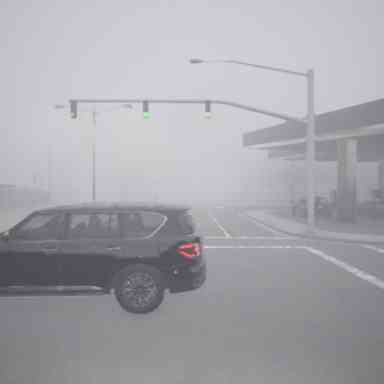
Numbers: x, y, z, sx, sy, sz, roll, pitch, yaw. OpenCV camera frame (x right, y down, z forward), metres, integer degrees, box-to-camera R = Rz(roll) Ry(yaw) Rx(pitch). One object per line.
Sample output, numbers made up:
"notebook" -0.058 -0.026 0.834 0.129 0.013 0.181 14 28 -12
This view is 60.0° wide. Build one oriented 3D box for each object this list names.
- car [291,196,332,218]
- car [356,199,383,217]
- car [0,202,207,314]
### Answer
"car" 9.729 1.173 27.396 2.242 1.667 4.611 0 0 0
"car" 15.475 1.332 28.154 1.970 1.475 3.806 0 0 0
"car" -2.458 1.252 7.048 5.566 2.045 2.150 0 0 1
